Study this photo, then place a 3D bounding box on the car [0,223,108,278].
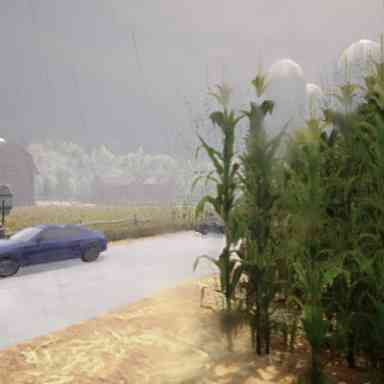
[{"bbox_3d":[-5.164,1.846,11.620,1.812,1.442,4.674,-1,-1,40],"label":"car"}]
